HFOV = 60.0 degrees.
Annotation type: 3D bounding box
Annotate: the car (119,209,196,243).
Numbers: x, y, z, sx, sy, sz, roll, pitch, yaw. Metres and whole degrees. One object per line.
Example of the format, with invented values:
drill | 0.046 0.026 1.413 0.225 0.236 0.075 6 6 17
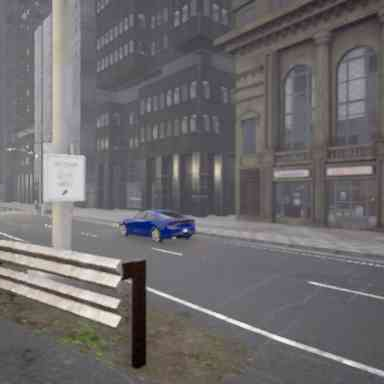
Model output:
car | -1.946 1.642 17.258 1.882 1.535 5.008 0 0 -41
